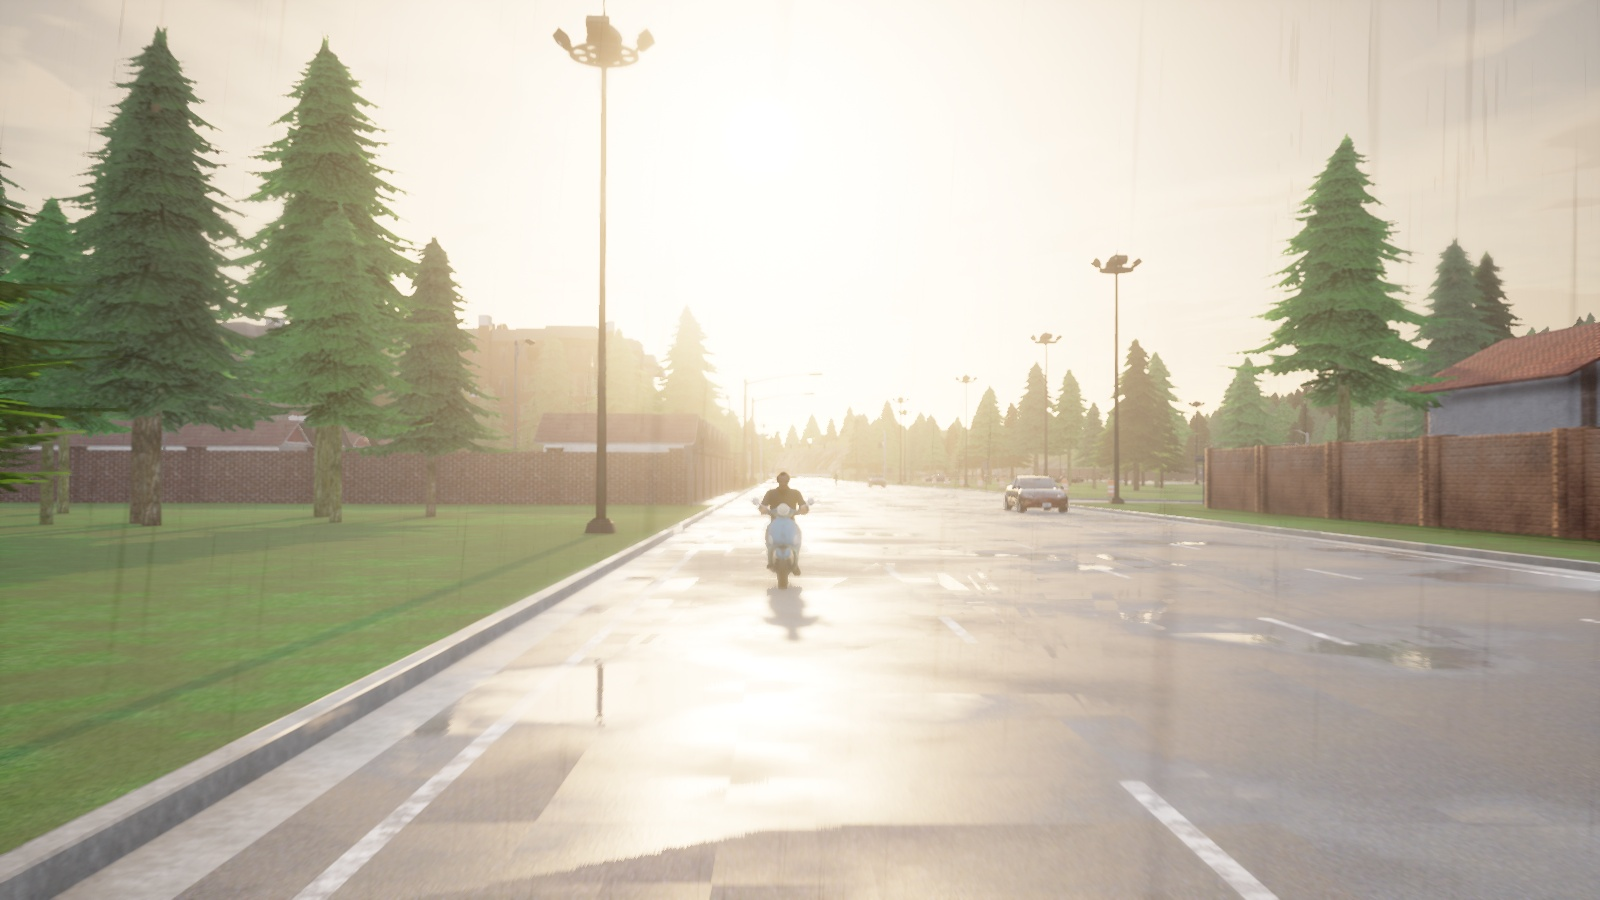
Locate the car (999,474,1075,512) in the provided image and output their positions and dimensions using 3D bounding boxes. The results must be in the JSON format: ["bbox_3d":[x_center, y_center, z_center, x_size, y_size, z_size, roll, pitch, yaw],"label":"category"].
[{"bbox_3d":[9.746,1.762,52.028,2.163,1.488,4.792,0,-1,-1],"label":"car"}]

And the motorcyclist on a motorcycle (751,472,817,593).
[{"bbox_3d":[-0.228,1.104,17.481,0.866,1.590,1.817,0,-1,-1],"label":"motorcyclist on a motorcycle"}]
